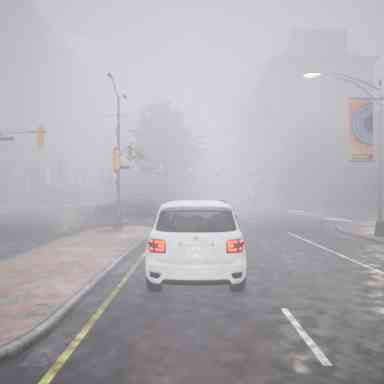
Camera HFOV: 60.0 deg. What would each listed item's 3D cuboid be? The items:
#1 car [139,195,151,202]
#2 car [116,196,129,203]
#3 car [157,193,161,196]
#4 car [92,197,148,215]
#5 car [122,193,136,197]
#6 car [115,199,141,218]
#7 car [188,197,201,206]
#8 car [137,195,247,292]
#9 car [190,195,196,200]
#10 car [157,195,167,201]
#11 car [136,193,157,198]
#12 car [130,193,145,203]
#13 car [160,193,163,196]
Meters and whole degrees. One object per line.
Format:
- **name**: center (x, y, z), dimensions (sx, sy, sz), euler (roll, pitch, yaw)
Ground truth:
- **car**: center (-11.252, 1.524, 80.077), dimensions (2.128, 1.511, 4.902), euler (0, 0, 0)
- **car**: center (-14.534, 1.594, 69.768), dimensions (1.895, 1.301, 4.718), euler (0, 0, 0)
- **car**: center (-7.818, 1.525, 66.824), dimensions (1.812, 1.442, 4.674), euler (0, 0, 1)
- **car**: center (-7.469, 1.547, 34.167), dimensions (5.357, 1.411, 2.033), euler (0, 0, -20)
- **car**: center (-11.384, 1.491, 59.720), dimensions (2.128, 1.511, 4.902), euler (0, 0, 1)
- **car**: center (-3.682, 1.547, 29.259), dimensions (5.357, 1.411, 2.033), euler (0, 0, 0)
- **car**: center (0.360, 1.546, 57.019), dimensions (2.033, 1.411, 5.357), euler (0, 0, -1)
- **car**: center (0.099, 1.221, 9.059), dimensions (2.150, 2.045, 5.566), euler (0, 0, 0)
- **car**: center (0.291, 1.498, 93.919), dimensions (1.837, 1.490, 4.892), euler (0, 0, 0)
- **car**: center (-7.733, 1.551, 86.256), dimensions (1.994, 1.385, 4.181), euler (0, 0, 0)
- **car**: center (-7.902, 1.351, 57.940), dimensions (2.097, 1.767, 4.553), euler (0, 0, 0)
- **car**: center (-11.285, 1.224, 69.639), dimensions (2.150, 2.045, 5.566), euler (0, 0, 0)
- **car**: center (-7.764, 1.224, 76.441), dimensions (2.150, 2.045, 5.566), euler (0, 0, 0)
